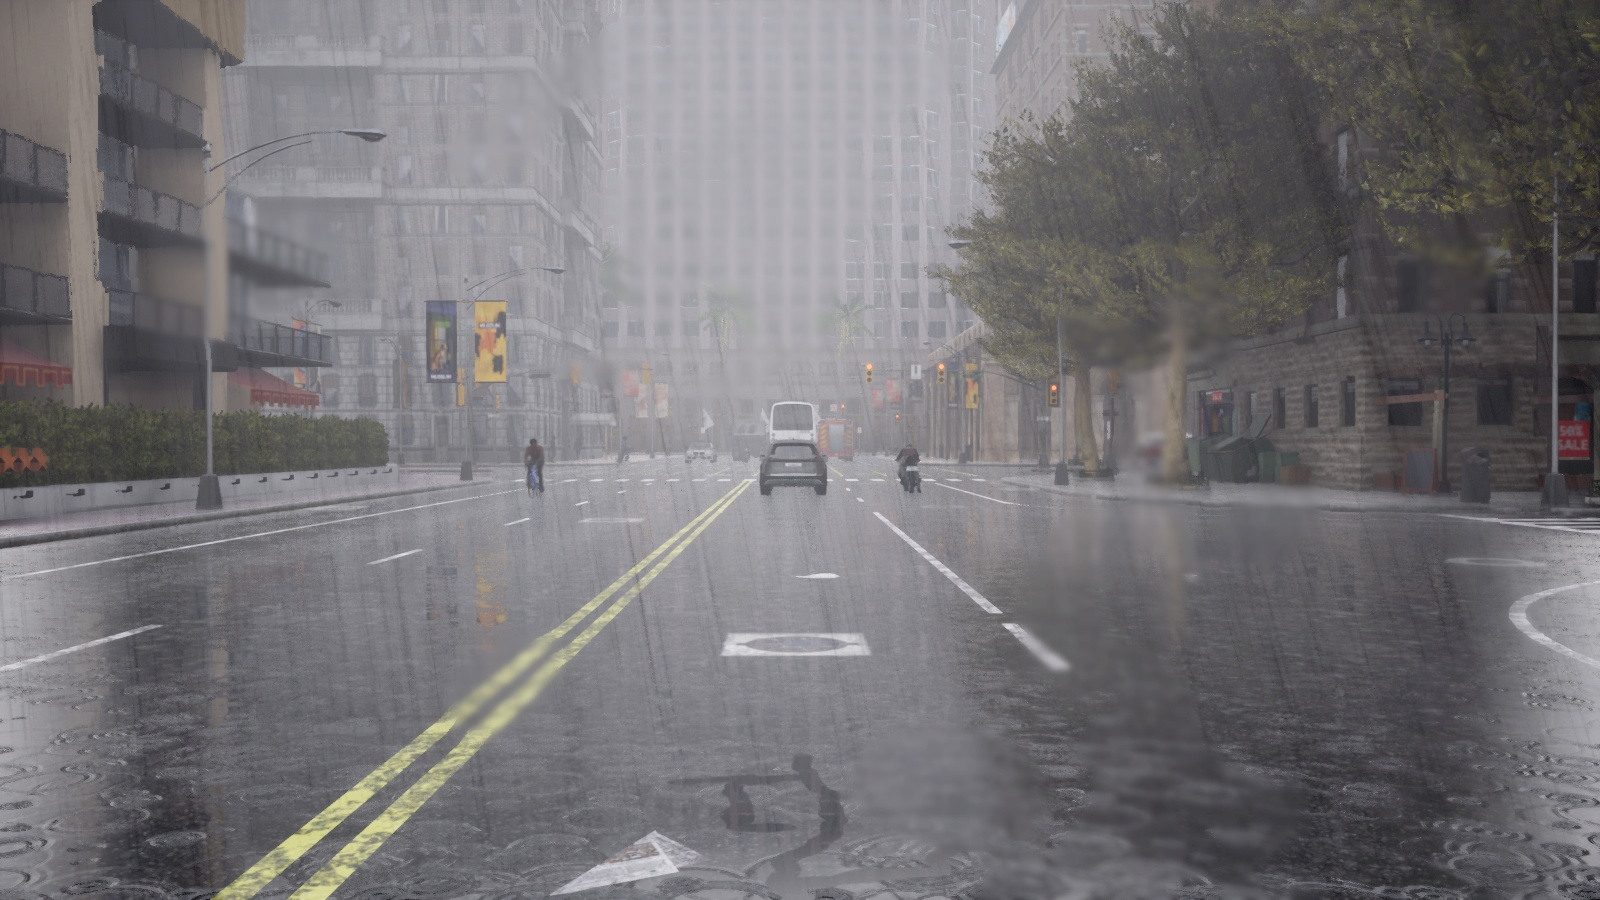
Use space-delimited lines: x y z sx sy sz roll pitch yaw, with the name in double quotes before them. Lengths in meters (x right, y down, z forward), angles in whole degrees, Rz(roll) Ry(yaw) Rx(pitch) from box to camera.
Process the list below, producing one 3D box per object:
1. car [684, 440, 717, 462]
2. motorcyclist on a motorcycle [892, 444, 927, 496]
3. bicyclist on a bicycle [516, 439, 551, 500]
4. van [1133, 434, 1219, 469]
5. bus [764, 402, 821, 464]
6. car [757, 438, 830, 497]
"car" -7.558 0.043 95.907 2.242 1.667 4.611 0 0 0
"motorcyclist on a motorcycle" 3.298 0.569 38.045 0.866 1.530 2.191 0 0 0
"bicyclist on a bicycle" -7.175 0.502 33.869 0.582 1.620 1.656 0 1 0
"van" 22.090 0.071 73.871 4.480 2.038 2.069 0 0 1
"bus" -0.533 -1.152 92.217 3.944 4.253 10.273 0 -1 0
"car" -0.196 0.465 37.376 2.033 1.649 4.856 0 0 0
